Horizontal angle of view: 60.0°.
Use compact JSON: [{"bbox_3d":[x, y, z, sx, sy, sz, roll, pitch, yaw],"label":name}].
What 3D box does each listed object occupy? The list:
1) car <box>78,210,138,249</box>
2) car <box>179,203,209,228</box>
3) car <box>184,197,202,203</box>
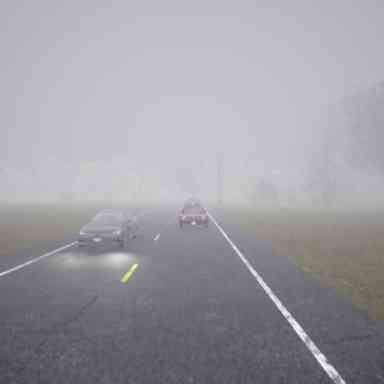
[{"bbox_3d":[-3.594,1.565,14.964,1.812,1.442,4.674,0,0,0],"label":"car"},{"bbox_3d":[0.109,1.661,22.946,1.895,1.301,4.718,0,0,0],"label":"car"},{"bbox_3d":[0.116,1.460,41.504,2.097,1.767,4.553,0,0,0],"label":"car"}]
